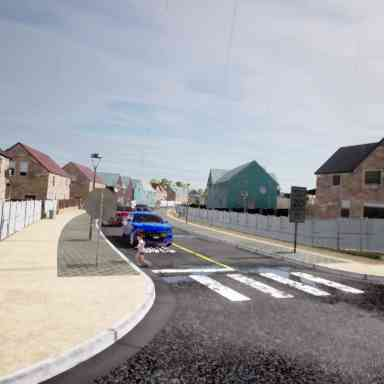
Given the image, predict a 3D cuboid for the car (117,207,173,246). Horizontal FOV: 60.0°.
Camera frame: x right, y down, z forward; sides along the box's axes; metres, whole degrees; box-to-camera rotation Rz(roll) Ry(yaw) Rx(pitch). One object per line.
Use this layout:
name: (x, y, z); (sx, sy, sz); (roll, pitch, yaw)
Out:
car: (-2.395, 1.773, 17.013); (1.882, 1.535, 5.008); (4, -2, -20)

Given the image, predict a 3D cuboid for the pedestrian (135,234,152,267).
pedestrian: (-1.567, 1.762, 10.322); (0.500, 1.100, 0.500); (4, -2, -22)

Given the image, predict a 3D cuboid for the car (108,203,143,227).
car: (-5.562, 1.823, 26.758); (2.097, 1.767, 4.553); (4, -2, -16)

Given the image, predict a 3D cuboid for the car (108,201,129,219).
car: (-8.381, 2.027, 37.891); (2.097, 1.767, 4.553); (4, -2, -12)

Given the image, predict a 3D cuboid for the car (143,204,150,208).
car: (-7.054, 2.386, 46.684); (2.097, 1.767, 4.553); (4, -1, -8)

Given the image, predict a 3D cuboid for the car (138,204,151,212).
car: (-8.593, 2.878, 60.332); (1.994, 1.385, 4.181); (4, -2, -4)
